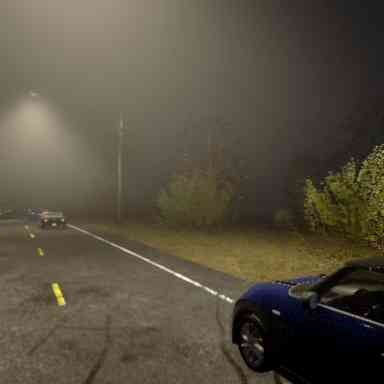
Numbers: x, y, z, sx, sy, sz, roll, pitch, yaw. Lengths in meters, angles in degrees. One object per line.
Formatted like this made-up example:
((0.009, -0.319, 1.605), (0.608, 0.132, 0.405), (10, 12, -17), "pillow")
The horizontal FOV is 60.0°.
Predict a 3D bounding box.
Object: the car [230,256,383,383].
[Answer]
((2.338, 1.498, 3.674), (2.097, 1.767, 4.553), (2, -2, -27), "car")

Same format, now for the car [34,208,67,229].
((-11.767, 2.291, 27.781), (1.895, 1.301, 4.718), (2, -2, -29), "car")

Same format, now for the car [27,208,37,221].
((-17.506, 2.474, 37.811), (1.994, 1.385, 4.181), (2, -2, -30), "car")

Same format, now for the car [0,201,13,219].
((-22.677, 2.120, 39.580), (2.150, 2.045, 5.566), (2, -2, -31), "car")
